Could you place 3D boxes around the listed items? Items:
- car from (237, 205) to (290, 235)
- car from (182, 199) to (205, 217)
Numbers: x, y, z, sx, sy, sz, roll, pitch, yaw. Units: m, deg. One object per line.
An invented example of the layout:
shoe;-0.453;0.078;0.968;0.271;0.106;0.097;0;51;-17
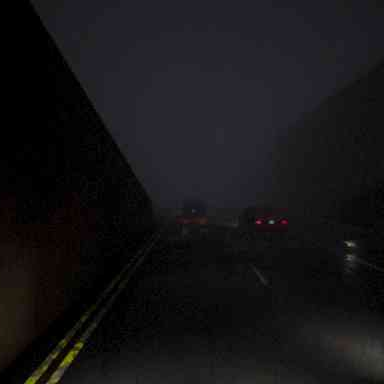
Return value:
car;3.620;1.405;17.650;2.033;1.411;5.357;0;1;0
car;0.134;1.294;28.749;1.812;1.442;4.674;0;1;0
